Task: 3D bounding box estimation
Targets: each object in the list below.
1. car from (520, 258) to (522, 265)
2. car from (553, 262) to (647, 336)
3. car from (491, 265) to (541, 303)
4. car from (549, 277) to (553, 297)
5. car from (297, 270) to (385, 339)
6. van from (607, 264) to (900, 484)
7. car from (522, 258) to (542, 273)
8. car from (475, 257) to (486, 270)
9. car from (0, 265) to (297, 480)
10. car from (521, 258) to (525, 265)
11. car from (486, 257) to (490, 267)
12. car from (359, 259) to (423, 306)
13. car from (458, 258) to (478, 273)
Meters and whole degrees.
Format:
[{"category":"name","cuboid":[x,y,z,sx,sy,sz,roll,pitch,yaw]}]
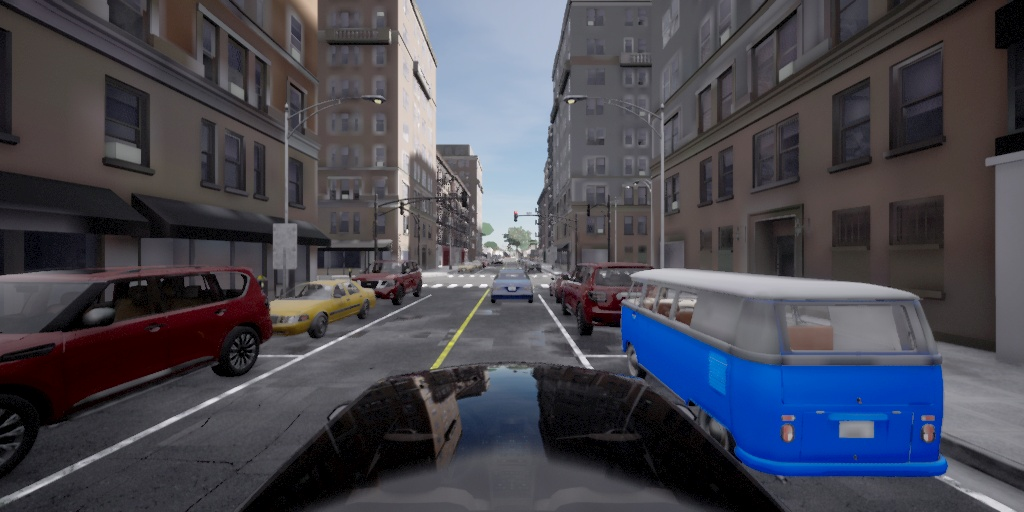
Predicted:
[{"category":"car","cuboid":[2.638,1.298,53.922,2.007,1.370,4.403,0,0,0]},{"category":"car","cuboid":[2.638,1.063,10.271,2.192,1.841,5.009,0,0,0]},{"category":"car","cuboid":[0.000,1.312,16.500,2.033,1.411,5.357,0,0,0]},{"category":"car","cuboid":[2.638,1.330,15.950,1.802,1.307,4.207,0,0,0]},{"category":"car","cuboid":[-5.400,1.273,10.102,1.751,1.417,4.829,0,0,0]},{"category":"van","cuboid":[2.638,1.089,4.592,1.690,1.789,3.998,0,0,0]},{"category":"car","cuboid":[2.638,1.298,42.959,2.007,1.370,4.403,0,0,0]},{"category":"car","cuboid":[-5.412,1.273,53.752,1.751,1.417,4.829,0,0,0]},{"category":"car","cuboid":[-5.399,1.063,4.595,2.192,1.841,5.009,0,0,0]},{"category":"car","cuboid":[2.638,1.293,48.440,1.888,1.381,4.507,0,0,0]},{"category":"car","cuboid":[-5.410,1.063,59.404,2.192,1.841,5.009,0,0,0]},{"category":"car","cuboid":[-5.401,1.062,15.951,2.192,1.841,5.009,0,0,0]},{"category":"car","cuboid":[-5.416,1.272,42.789,1.751,1.417,4.829,0,0,0]}]
